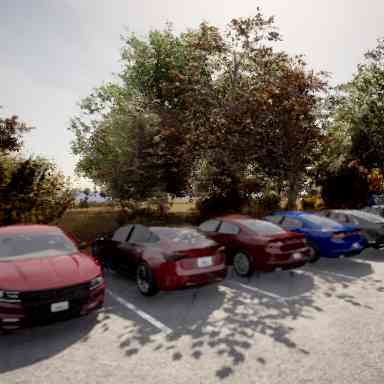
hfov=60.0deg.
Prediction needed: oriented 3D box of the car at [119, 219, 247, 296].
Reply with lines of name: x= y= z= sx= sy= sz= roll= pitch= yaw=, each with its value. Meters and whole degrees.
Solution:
car: x=-1.083 y=1.505 z=8.848 sx=2.163 sy=1.488 sz=4.792 roll=0 pitch=0 yaw=-35

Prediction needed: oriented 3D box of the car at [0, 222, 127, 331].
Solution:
car: x=-3.469 y=1.479 z=7.116 sx=2.097 sy=1.535 sz=5.008 roll=0 pitch=0 yaw=-35

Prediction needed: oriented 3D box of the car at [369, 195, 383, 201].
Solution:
car: x=12.642 y=1.201 z=18.568 sx=2.435 sy=2.045 sz=5.566 roll=0 pitch=0 yaw=-36

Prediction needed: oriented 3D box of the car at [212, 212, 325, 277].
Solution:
car: x=1.236 y=1.473 z=10.459 sx=2.097 sy=1.535 sz=5.008 roll=0 pitch=0 yaw=-36

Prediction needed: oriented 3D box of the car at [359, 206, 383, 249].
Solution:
car: x=5.834 y=1.468 z=13.739 sx=2.231 sy=1.521 sz=4.892 roll=0 pitch=0 yaw=-36

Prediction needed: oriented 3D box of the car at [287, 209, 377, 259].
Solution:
car: x=3.535 y=1.470 z=12.098 sx=2.097 sy=1.535 sz=5.008 roll=0 pitch=0 yaw=-35

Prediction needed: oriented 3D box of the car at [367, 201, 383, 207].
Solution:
car: x=10.424 y=1.459 z=17.029 sx=2.231 sy=1.521 sz=4.892 roll=0 pitch=0 yaw=-36
